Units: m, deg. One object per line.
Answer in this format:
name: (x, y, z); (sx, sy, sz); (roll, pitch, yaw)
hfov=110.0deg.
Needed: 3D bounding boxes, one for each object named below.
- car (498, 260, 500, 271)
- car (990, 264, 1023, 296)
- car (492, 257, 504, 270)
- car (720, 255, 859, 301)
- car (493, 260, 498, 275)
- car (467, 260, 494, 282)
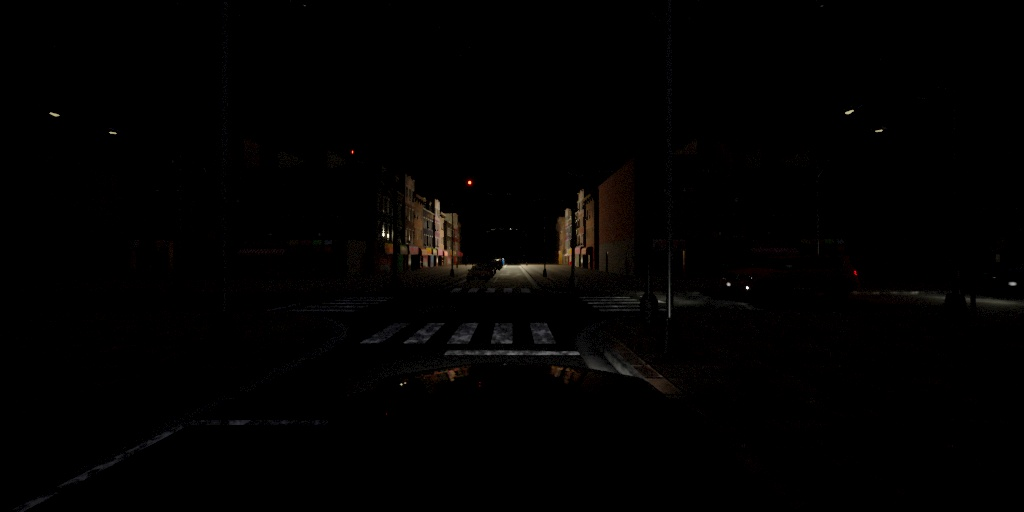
car: (-2.617, 1.367, 40.092); (1.802, 1.307, 4.207); (0, 0, 0)
car: (26.034, 0.932, 16.662); (5.566, 2.045, 2.150); (0, 0, 0)
car: (-2.610, 1.249, 51.303); (1.967, 1.591, 4.097); (0, 0, 0)
car: (12.813, 0.958, 16.717); (5.566, 2.045, 2.150); (0, 0, -2)
car: (-2.620, 1.320, 34.487); (1.888, 1.381, 4.507); (0, 0, 0)
car: (-2.623, 1.292, 28.713); (1.751, 1.417, 4.829); (0, 0, 0)
